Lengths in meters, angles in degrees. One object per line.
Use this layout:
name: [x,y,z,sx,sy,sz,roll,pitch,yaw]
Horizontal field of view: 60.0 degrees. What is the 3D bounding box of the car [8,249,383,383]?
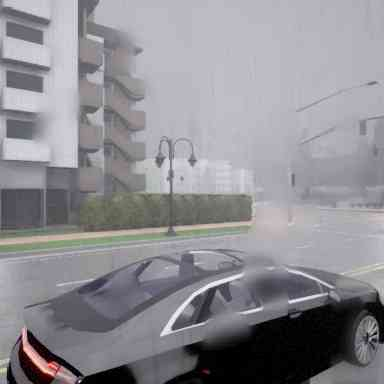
car: [0.520,1.492,4.128,4.902,1.511,2.128,0,0,-35]
